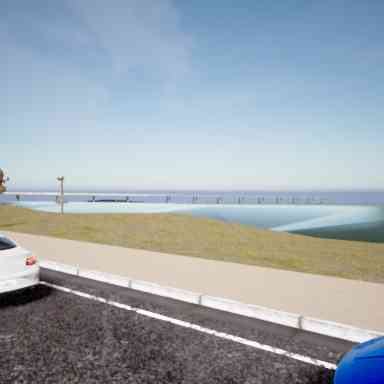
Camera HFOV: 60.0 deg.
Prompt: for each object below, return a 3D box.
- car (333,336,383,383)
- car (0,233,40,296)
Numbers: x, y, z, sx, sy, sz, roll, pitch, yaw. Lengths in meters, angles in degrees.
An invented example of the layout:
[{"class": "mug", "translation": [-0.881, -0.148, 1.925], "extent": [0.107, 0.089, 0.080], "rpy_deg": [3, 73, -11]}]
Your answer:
[{"class": "car", "translation": [3.245, 1.478, 1.365], "extent": [5.008, 1.535, 1.882], "rpy_deg": [0, 0, 36]}, {"class": "car", "translation": [-5.262, 1.525, 7.458], "extent": [4.674, 1.442, 1.812], "rpy_deg": [0, 0, 35]}]
